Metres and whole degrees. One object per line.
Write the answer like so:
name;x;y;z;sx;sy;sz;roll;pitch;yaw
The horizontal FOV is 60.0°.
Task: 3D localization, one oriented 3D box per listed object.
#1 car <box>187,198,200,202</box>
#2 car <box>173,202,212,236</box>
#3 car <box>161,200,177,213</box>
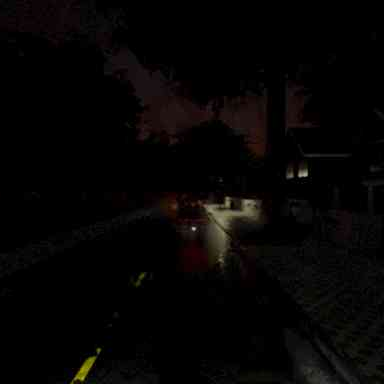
car;0.138;1.533;39.620;2.097;1.767;4.553;0;0;1
car;0.100;1.605;19.263;1.837;1.490;4.892;0;0;0
car;-2.696;1.665;40.629;1.882;1.535;5.008;0;0;0
